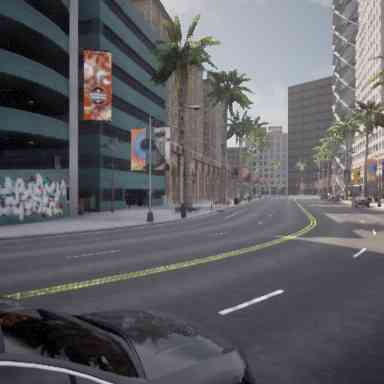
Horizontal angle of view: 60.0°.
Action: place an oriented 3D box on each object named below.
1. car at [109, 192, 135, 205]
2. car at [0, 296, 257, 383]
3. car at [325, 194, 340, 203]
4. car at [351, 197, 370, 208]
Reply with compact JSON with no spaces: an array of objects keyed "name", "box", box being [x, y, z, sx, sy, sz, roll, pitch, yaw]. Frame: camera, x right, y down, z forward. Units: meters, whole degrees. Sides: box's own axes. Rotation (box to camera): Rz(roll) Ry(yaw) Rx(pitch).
[{"name":"car","box":[-10.837,0.972,51.444,2.435,2.045,5.566,0,0,16]},{"name":"car","box":[-1.659,1.500,2.096,4.892,1.490,1.837,0,0,-36]},{"name":"car","box":[32.877,1.308,77.300,2.185,1.767,4.553,0,0,16]},{"name":"car","box":[24.785,1.451,49.062,2.231,1.521,4.892,0,0,16]}]
